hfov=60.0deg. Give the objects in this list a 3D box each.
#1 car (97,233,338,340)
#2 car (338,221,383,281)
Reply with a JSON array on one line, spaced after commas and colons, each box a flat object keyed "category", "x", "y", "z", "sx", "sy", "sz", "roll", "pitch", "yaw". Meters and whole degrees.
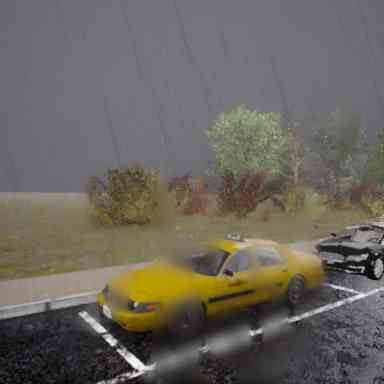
[{"category": "car", "x": 0.654, "y": 1.543, "z": 6.557, "sx": 4.829, "sy": 1.417, "sz": 1.752, "roll": 0, "pitch": 0, "yaw": -36}, {"category": "car", "x": 5.394, "y": 1.593, "z": 9.942, "sx": 4.403, "sy": 1.369, "sz": 2.008, "roll": 0, "pitch": 0, "yaw": -36}]
